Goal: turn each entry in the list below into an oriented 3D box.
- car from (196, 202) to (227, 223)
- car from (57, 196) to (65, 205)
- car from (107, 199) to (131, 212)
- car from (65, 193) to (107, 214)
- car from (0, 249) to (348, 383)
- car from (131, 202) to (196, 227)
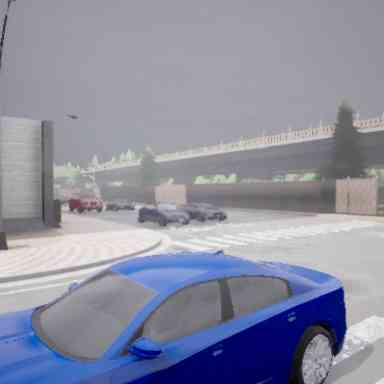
[{"bbox_3d":[0.633,1.427,24.128,1.994,1.385,4.181,0,0,-35],"label":"car"},{"bbox_3d":[-21.062,1.377,54.792,1.837,1.490,4.892,0,0,-35],"label":"car"},{"bbox_3d":[-7.762,1.430,35.936,1.994,1.385,4.181,0,0,-35],"label":"car"},{"bbox_3d":[-11.126,1.108,34.623,2.150,2.045,5.566,0,0,-35],"label":"car"},{"bbox_3d":[-0.326,1.487,3.629,5.008,1.535,1.882,-1,0,-35],"label":"car"},{"bbox_3d":[-1.976,1.410,21.765,1.812,1.442,4.674,0,0,-35],"label":"car"}]
